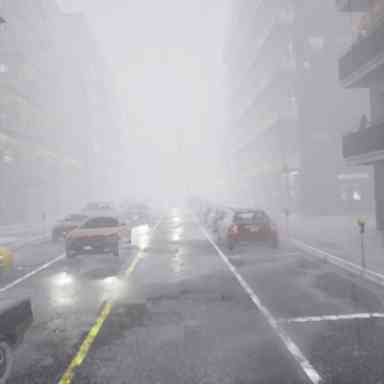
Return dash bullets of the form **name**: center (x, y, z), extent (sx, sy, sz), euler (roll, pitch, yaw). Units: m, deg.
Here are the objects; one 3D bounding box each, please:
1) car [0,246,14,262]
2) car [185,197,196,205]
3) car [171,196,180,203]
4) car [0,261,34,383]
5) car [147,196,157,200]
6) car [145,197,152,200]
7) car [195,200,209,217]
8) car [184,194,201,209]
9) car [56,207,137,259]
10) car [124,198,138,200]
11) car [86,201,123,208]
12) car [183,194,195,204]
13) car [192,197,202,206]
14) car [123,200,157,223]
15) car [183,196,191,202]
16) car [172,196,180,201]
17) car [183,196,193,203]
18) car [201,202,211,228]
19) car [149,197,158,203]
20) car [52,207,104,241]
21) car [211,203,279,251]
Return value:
- **car**: center (-5.944, 1.784, 7.686), extent (1.752, 1.417, 4.829), euler (-2, 0, -3)
- **car**: center (-0.391, 1.651, 63.853), extent (1.887, 1.381, 4.507), euler (-2, 0, -3)
- **car**: center (-3.863, 1.792, 79.110), extent (1.812, 1.442, 4.674), euler (-2, 0, -3)
- **car**: center (-3.115, 1.736, 2.524), extent (1.895, 1.301, 4.718), euler (-2, 0, -2)
- **car**: center (-9.322, 1.812, 74.585), extent (2.192, 1.841, 5.009), euler (-2, 0, -3)
- **car**: center (-8.474, 2.001, 57.903), extent (1.947, 1.339, 4.313), euler (-2, 0, -3)
- **car**: center (1.571, 1.517, 24.927), extent (2.008, 1.369, 4.403), euler (-2, 0, -3)
- **car**: center (0.443, 1.360, 47.171), extent (2.192, 1.841, 5.009), euler (-2, 0, -3)
- **car**: center (-3.673, 1.649, 13.809), extent (1.882, 1.535, 5.008), euler (-2, 0, -3)
- **car**: center (-7.641, 1.689, 41.221), extent (2.192, 1.841, 5.009), euler (-2, 0, -3)
- **car**: center (-6.800, 1.631, 24.539), extent (2.192, 1.841, 5.009), euler (-2, 0, -3)
- **car**: center (-0.679, 1.442, 69.413), extent (2.192, 1.841, 5.009), euler (-2, 0, -3)
- **car**: center (1.282, 1.512, 30.658), extent (1.752, 1.417, 4.829), euler (-2, 0, -3)
- **car**: center (-4.339, 1.707, 27.397), extent (2.128, 1.511, 4.902), euler (-2, 0, -3)
- **car**: center (-1.231, 1.735, 80.535), extent (1.947, 1.339, 4.313), euler (-2, 0, -3)
- **car**: center (-4.371, 1.758, 89.150), extent (1.994, 1.385, 4.181), euler (-2, 0, -3)
- **car**: center (-0.952, 1.699, 74.975), extent (2.008, 1.369, 4.403), euler (-2, 0, -3)
- **car**: center (1.851, 1.499, 19.367), extent (2.008, 1.369, 4.403), euler (-2, 0, -3)
- **car**: center (-9.875, 2.121, 85.707), extent (1.802, 1.307, 4.206), euler (-2, 0, -3)
- **car**: center (-6.513, 1.841, 18.978), extent (1.887, 1.381, 4.507), euler (-2, 0, -3)
- **car**: center (2.128, 1.369, 13.806), extent (1.967, 1.590, 4.097), euler (-2, 0, -3)
